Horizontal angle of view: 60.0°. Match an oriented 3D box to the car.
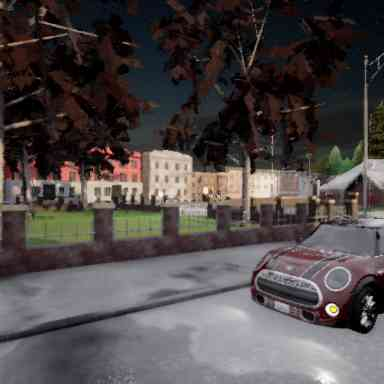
[{"bbox_3d":[3.371,1.377,6.960,4.553,1.767,2.097,0,0,-35],"label":"car"}]
